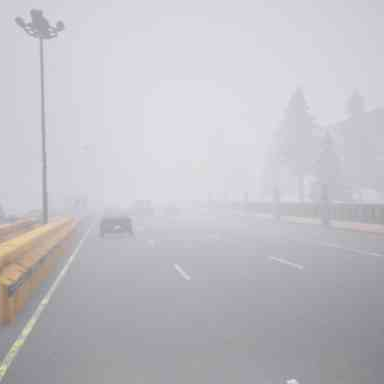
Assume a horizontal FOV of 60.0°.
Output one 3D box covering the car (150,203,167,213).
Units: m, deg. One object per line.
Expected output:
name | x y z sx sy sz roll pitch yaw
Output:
car | -5.312 2.392 51.619 1.994 1.385 4.181 -2 -1 -14

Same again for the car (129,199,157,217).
car | -5.974 1.923 40.199 2.150 2.045 5.566 -2 -1 -14

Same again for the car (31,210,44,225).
car | -14.825 2.429 31.657 1.994 1.385 4.181 -2 -1 -14

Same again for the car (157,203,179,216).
car | -2.871 2.133 41.921 1.837 1.490 4.892 -2 -1 -14

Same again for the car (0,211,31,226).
car | -12.426 2.230 21.956 1.994 1.385 4.181 -2 -1 -14

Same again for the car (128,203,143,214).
car | -8.590 2.476 50.302 1.994 1.385 4.181 -2 -1 -14

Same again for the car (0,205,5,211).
car | -17.645 2.131 28.401 2.150 2.045 5.566 -2 -1 -15

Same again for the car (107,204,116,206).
car | -11.694 2.512 48.688 1.812 1.442 4.674 -2 -1 -14

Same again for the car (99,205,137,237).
car | -4.887 1.905 21.431 1.882 1.535 5.008 -2 0 -14
